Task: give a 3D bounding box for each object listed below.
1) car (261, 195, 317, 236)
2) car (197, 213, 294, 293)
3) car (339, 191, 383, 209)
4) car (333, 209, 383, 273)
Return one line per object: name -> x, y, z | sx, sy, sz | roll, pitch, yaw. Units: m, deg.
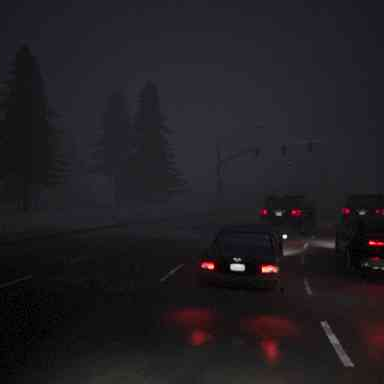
car -> 5.457, 1.154, 18.399 | 2.150, 2.045, 5.566 | 0, 0, 28
car -> 1.528, 1.515, 8.948 | 2.033, 1.411, 5.357 | 0, 0, 15
car -> 10.003, 1.149, 18.871 | 2.150, 2.045, 5.566 | 0, 0, 34
car -> 5.594, 1.463, 10.222 | 1.837, 1.490, 4.892 | 0, 0, 18
